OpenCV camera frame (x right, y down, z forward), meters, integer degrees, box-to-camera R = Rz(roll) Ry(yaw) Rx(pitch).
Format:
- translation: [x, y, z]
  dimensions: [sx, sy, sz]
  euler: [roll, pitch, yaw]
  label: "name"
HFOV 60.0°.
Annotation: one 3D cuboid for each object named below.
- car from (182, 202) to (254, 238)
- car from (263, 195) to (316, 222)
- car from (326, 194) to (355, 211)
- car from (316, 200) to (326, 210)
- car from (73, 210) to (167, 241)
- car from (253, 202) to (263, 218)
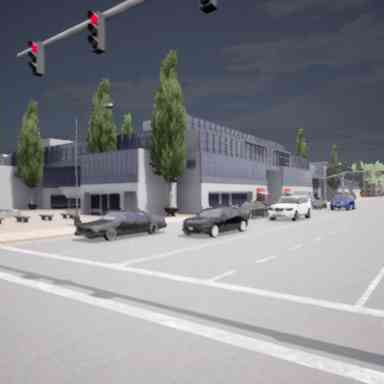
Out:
- translation: [1.414, 1.595, 18.928]
  dimensions: [1.882, 1.535, 5.008]
  euler: [-1, 0, 37]
  label: "car"
- translation: [8.457, 1.336, 28.409]
  dimensions: [2.150, 2.045, 5.566]
  euler: [-1, 0, 37]
  label: "car"
- translation: [19.698, 1.347, 43.390]
  dimensions: [2.150, 2.045, 5.566]
  euler: [-1, -1, 37]
  label: "car"
- translation: [17.253, 1.739, 45.952]
  dimensions: [1.994, 1.385, 4.181]
  euler: [-1, -1, 37]
  label: "car"
- translation: [-3.630, 1.704, 18.004]
  dimensions: [2.033, 1.411, 5.357]
  euler: [-1, 0, 37]
  label: "car"
- translation: [5.141, 1.664, 29.808]
  dimensions: [1.837, 1.490, 4.892]
  euler: [-1, 0, 37]
  label: "car"
